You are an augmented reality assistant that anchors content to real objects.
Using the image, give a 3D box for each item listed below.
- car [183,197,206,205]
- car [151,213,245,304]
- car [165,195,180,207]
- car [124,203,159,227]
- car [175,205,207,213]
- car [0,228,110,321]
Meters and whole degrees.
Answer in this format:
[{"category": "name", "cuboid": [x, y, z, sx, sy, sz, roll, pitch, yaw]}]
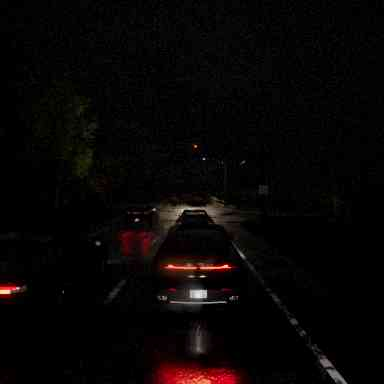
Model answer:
[{"category": "car", "cuboid": [0.597, 1.483, 49.393, 1.882, 1.535, 5.008, -1, 0, -15]}, {"category": "car", "cuboid": [0.116, 1.507, 8.141, 1.837, 1.490, 4.892, 0, 0, 0]}, {"category": "car", "cuboid": [-3.289, 1.512, 52.747, 1.837, 1.490, 4.892, 0, 0, 0]}, {"category": "car", "cuboid": [-3.353, 1.497, 22.691, 2.128, 1.511, 4.902, 0, 0, 0]}, {"category": "car", "cuboid": [0.135, 1.568, 17.050, 1.994, 1.385, 4.181, 0, 0, 0]}, {"category": "car", "cuboid": [-3.385, 1.549, 7.591, 2.033, 1.411, 5.357, 0, 0, 0]}]
